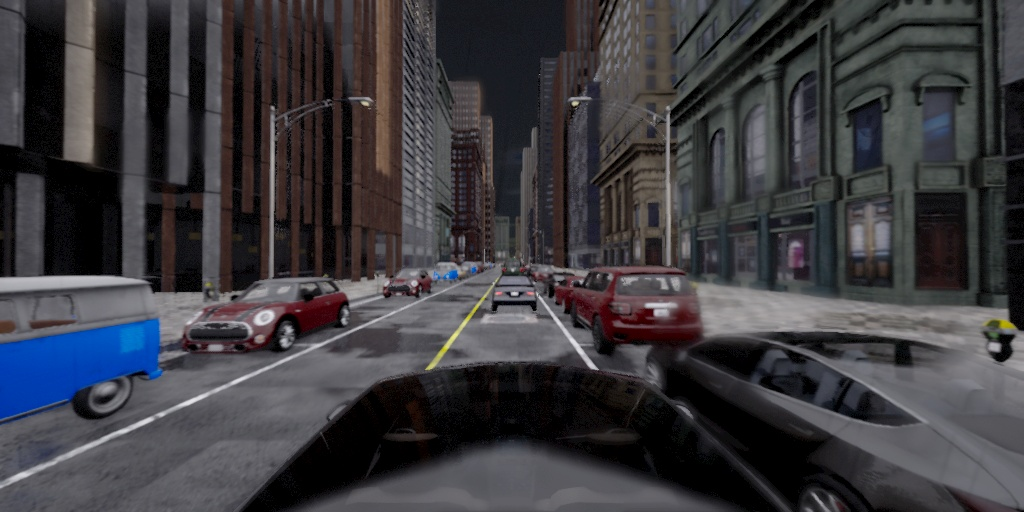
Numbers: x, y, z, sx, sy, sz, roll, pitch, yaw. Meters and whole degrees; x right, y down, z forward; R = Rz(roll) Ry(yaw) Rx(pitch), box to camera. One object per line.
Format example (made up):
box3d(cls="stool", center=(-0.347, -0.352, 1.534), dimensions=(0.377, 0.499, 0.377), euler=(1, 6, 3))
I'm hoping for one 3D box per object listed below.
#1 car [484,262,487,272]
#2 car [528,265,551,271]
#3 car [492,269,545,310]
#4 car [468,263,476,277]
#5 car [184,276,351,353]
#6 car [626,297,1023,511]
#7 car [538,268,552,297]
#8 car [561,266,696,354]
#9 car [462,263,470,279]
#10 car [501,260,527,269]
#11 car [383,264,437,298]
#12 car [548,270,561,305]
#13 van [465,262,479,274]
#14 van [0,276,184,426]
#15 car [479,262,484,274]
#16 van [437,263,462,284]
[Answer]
box3d(cls="car", center=(-5.794, 1.869, 59.699), dimensions=(2.192, 1.841, 5.009), euler=(0, 0, 0))
box3d(cls="car", center=(2.746, 1.598, 31.531), dimensions=(1.967, 1.591, 4.097), euler=(0, 0, 0))
box3d(cls="car", center=(0.092, 1.490, 15.815), dimensions=(2.033, 1.411, 5.357), euler=(0, -1, 0))
box3d(cls="car", center=(-5.785, 1.866, 42.791), dimensions=(2.007, 1.370, 4.403), euler=(0, 0, 0))
box3d(cls="car", center=(-5.767, 1.289, 8.975), dimensions=(1.967, 1.591, 4.097), euler=(0, 0, 0))
box3d(cls="car", center=(2.761, 1.338, 3.353), dimensions=(1.948, 1.339, 4.313), euler=(0, 0, 0))
box3d(cls="car", center=(2.752, 1.570, 20.260), dimensions=(1.948, 1.339, 4.313), euler=(0, 0, 0))
box3d(cls="car", center=(2.758, 1.164, 8.989), dimensions=(2.192, 1.841, 5.009), euler=(0, 0, 0))
box3d(cls="car", center=(-5.782, 1.762, 36.986), dimensions=(1.751, 1.417, 4.829), euler=(0, 0, 0))
box3d(cls="car", center=(0.082, 1.432, 35.336), dimensions=(2.150, 2.045, 5.566), euler=(0, -1, 0))
box3d(cls="car", center=(-5.773, 1.444, 20.247), dimensions=(1.967, 1.591, 4.097), euler=(0, 0, 0))
box3d(cls="car", center=(2.755, 1.472, 14.625), dimensions=(1.888, 1.381, 4.507), euler=(0, 0, 0))
box3d(cls="van", center=(-5.788, 1.735, 48.427), dimensions=(1.690, 1.789, 3.998), euler=(0, 0, 0))
box3d(cls="van", center=(-5.764, 1.113, 3.339), dimensions=(1.690, 1.789, 3.998), euler=(0, 0, 0))
box3d(cls="car", center=(-5.791, 1.914, 54.063), dimensions=(1.967, 1.591, 4.097), euler=(0, 0, 0))
box3d(cls="van", center=(-5.779, 1.499, 31.519), dimensions=(1.690, 1.789, 3.998), euler=(0, 0, 0))
